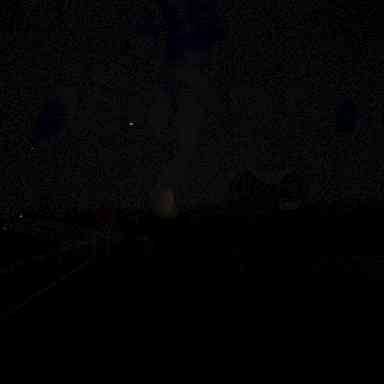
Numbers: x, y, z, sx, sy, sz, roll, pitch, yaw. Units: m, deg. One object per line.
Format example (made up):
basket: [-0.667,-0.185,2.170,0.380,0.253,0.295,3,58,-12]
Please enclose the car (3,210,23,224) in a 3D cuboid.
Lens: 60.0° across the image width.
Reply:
car: [-24.713,3.310,45.682,2.097,1.767,4.553,-2,-1,-36]
